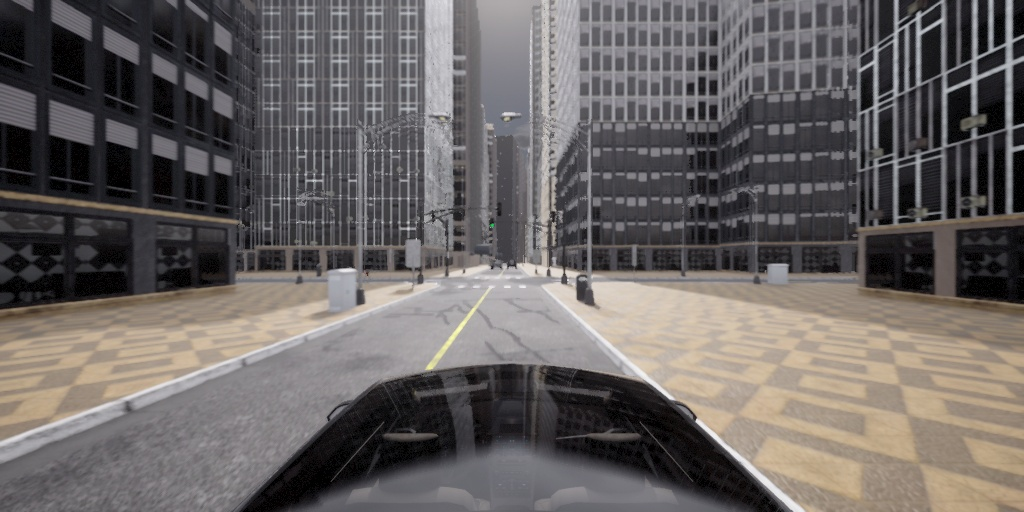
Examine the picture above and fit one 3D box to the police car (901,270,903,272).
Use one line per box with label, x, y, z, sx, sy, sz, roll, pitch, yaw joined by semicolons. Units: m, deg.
police car;36.991;1.382;31.095;5.238;1.638;1.930;0;0;9
